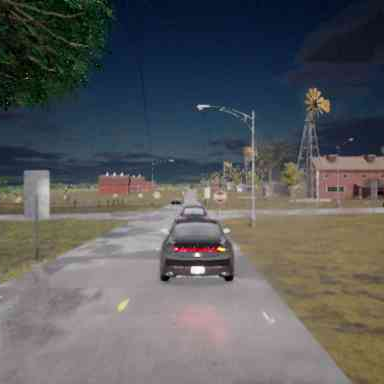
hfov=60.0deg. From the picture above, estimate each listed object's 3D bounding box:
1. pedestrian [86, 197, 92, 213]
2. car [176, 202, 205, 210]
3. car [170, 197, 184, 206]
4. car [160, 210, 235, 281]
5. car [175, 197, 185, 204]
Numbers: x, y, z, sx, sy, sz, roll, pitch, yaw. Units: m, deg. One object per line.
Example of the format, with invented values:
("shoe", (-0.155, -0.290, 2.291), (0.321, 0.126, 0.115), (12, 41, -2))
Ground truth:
("pedestrian", (-12.128, 1.493, 39.185), (0.375, 1.860, 0.375), (0, 2, 0))
("car", (0.109, 1.534, 20.178), (1.812, 1.442, 4.674), (0, 0, 0))
("car", (-2.765, 1.772, 58.709), (1.895, 1.301, 4.718), (0, 0, 1))
("car", (0.109, 1.500, 9.804), (1.837, 1.490, 4.892), (0, 0, 0))
("car", (-2.701, 1.871, 73.482), (1.994, 1.385, 4.181), (0, -1, 0))
